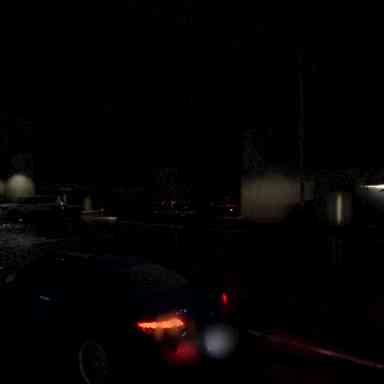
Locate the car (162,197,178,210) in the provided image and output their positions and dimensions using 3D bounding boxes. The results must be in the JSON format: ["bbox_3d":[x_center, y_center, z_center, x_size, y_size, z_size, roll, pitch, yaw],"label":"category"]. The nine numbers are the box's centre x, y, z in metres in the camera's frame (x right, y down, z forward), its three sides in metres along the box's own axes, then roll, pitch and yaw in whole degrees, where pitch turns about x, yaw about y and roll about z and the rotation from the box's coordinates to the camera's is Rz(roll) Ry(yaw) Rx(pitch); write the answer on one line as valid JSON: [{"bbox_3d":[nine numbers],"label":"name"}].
[{"bbox_3d":[-1.951,1.436,43.797,2.097,1.767,4.553,0,0,36],"label":"car"}]

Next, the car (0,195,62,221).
[{"bbox_3d":[-13.482,1.306,27.719,2.150,2.045,5.566,0,0,36],"label":"car"}]

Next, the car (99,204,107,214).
[{"bbox_3d":[-7.689,1.575,35.783,2.128,1.511,4.902,0,0,36],"label":"car"}]

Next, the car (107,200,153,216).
[{"bbox_3d":[-5.744,1.637,32.489,1.994,1.385,4.181,0,0,35],"label":"car"}]

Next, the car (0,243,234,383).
[{"bbox_3d":[-1.609,1.539,5.141,4.674,1.442,1.812,0,0,36],"label":"car"}]

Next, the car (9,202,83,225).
[{"bbox_3d":[-10.861,1.674,25.334,1.895,1.301,4.718,0,0,36],"label":"car"}]

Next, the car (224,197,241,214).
[{"bbox_3d":[5.411,1.555,35.718,1.837,1.490,4.892,0,0,36],"label":"car"}]

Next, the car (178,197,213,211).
[{"bbox_3d":[0.735,1.578,41.532,1.837,1.490,4.892,0,0,36],"label":"car"}]

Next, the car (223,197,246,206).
[{"bbox_3d":[7.279,1.595,56.547,1.837,1.490,4.892,0,0,36],"label":"car"}]
